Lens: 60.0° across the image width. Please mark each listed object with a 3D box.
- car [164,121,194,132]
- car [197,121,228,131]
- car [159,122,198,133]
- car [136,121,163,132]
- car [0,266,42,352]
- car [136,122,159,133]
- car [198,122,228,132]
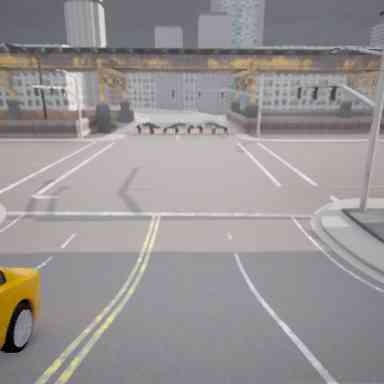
[{"bbox_3d":[-2.051,-10.408,52.703,4.536,1.218,1.853,-11,20,-34],"label":"car"},{"bbox_3d":[3.241,-10.603,53.365,4.536,1.218,1.853,9,19,28],"label":"car"},{"bbox_3d":[-2.094,-10.248,52.719,4.974,1.542,2.038,-11,20,-34],"label":"car"},{"bbox_3d":[-6.738,-10.431,52.774,4.536,1.218,1.853,16,23,42],"label":"car"},{"bbox_3d":[-3.583,1.610,3.787,1.882,1.535,5.008,0,-3,1],"label":"car"},{"bbox_3d":[-6.701,-10.270,52.785,4.974,1.542,2.038,16,23,42],"label":"car"},{"bbox_3d":[3.286,-10.445,53.386,4.974,1.542,2.038,9,19,28],"label":"car"}]
